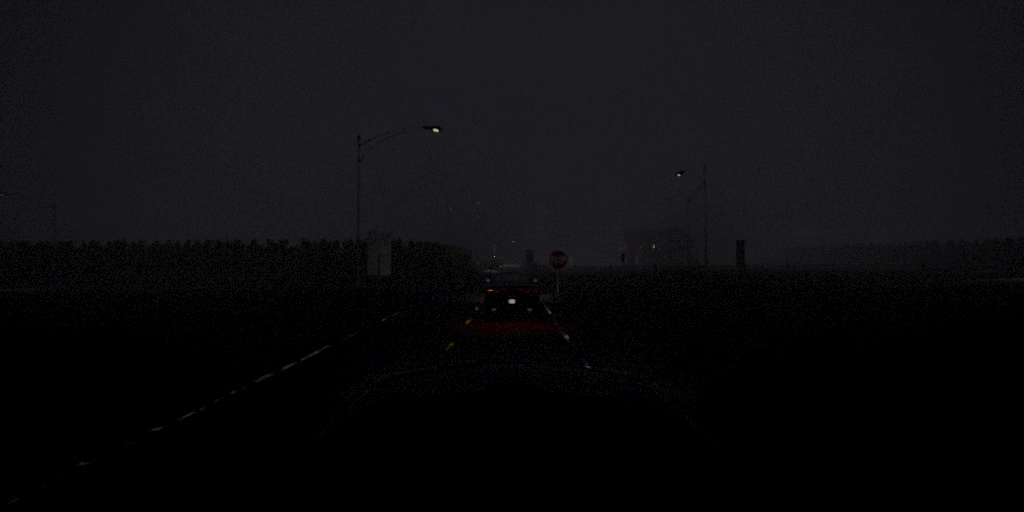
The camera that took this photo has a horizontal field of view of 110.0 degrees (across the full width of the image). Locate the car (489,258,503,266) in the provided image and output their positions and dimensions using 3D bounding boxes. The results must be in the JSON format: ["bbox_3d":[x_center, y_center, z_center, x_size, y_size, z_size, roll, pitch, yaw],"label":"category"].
[{"bbox_3d":[-2.769,1.369,62.159,2.150,2.045,5.566,0,0,1],"label":"car"}]

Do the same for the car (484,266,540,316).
[{"bbox_3d":[-0.003,1.300,13.832,1.882,1.535,5.008,0,0,0],"label":"car"}]
